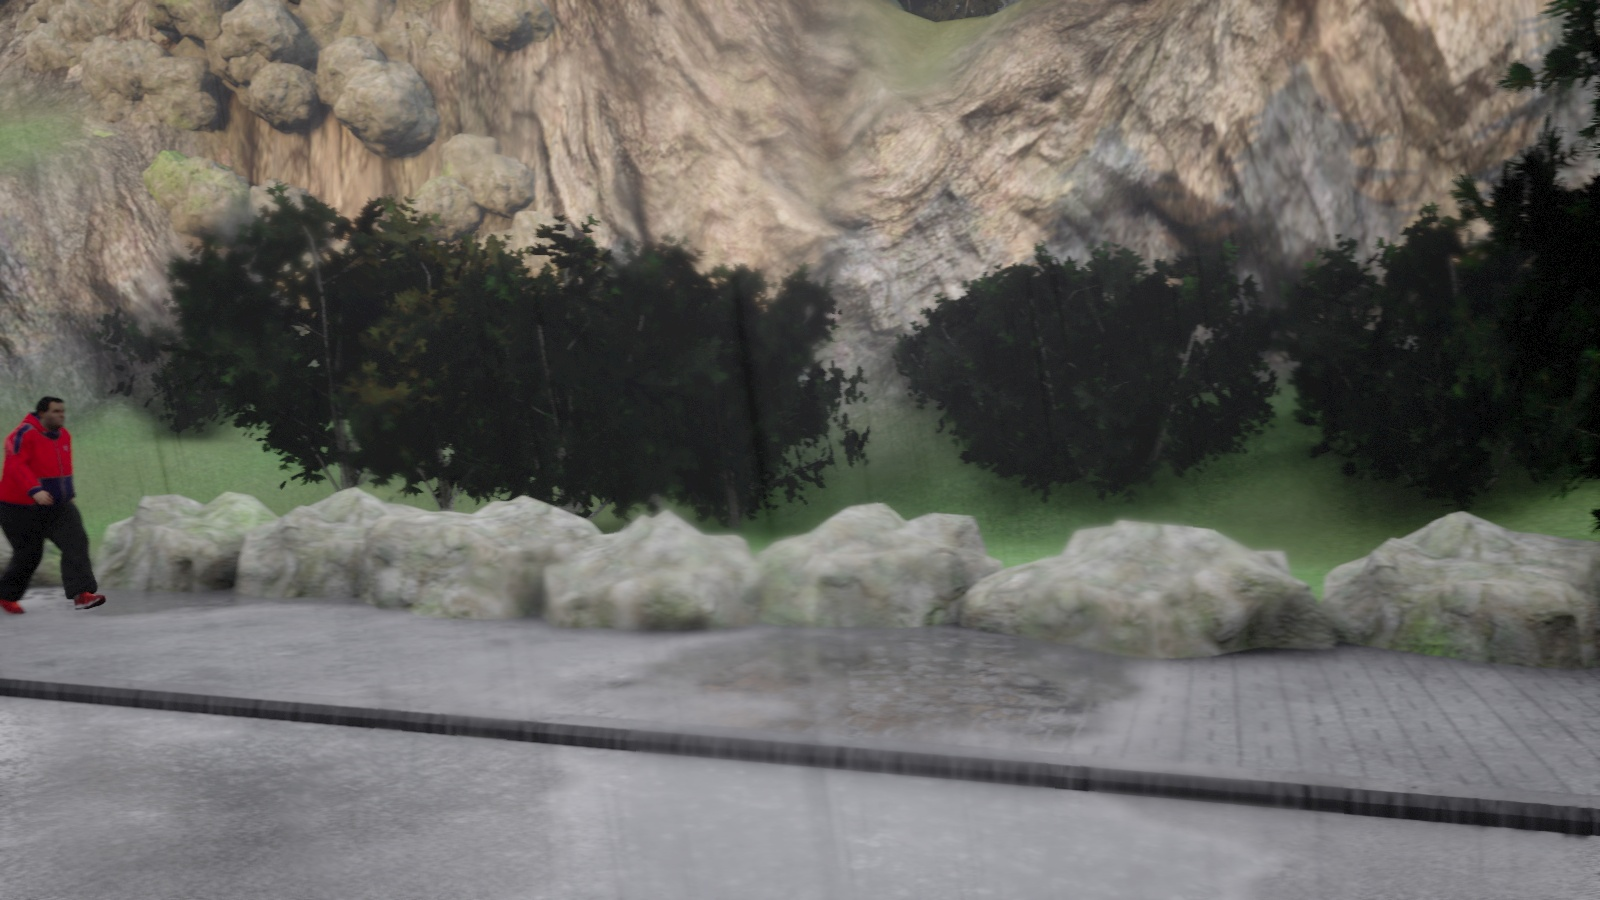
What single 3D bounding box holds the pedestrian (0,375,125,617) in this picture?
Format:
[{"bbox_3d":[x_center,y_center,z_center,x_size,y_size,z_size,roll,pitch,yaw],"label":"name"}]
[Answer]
[{"bbox_3d":[-5.993,0.341,9.998,0.899,1.844,0.634,1,1,18],"label":"pedestrian"}]
